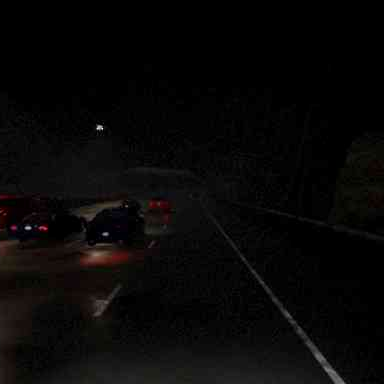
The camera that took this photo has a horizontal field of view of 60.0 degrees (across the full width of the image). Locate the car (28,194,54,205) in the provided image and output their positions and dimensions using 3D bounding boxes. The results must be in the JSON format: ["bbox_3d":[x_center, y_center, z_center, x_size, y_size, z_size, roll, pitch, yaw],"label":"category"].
[{"bbox_3d":[-24.540,1.175,54.238,1.882,1.535,5.008,0,1,1],"label":"car"}]

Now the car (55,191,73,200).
[{"bbox_3d":[-21.044,0.926,53.785,2.150,2.045,5.566,0,1,1],"label":"car"}]

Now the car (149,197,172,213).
[{"bbox_3d":[-3.391,1.269,36.367,2.097,1.767,4.553,0,1,0],"label":"car"}]

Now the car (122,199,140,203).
[{"bbox_3d":[-6.891,1.474,37.195,1.994,1.385,4.181,0,1,0],"label":"car"}]

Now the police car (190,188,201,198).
[{"bbox_3d":[1.070,0.616,79.485,1.930,1.638,5.238,0,1,0],"label":"police car"}]

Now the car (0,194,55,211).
[{"bbox_3d":[-10.384,1.239,19.309,2.150,2.045,5.566,0,0,0],"label":"car"}]

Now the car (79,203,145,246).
[{"bbox_3d":[-3.396,1.501,15.535,1.882,1.535,5.008,0,0,0],"label":"car"}]

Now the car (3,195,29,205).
[{"bbox_3d":[-28.033,1.277,53.193,1.994,1.385,4.181,0,1,1],"label":"car"}]

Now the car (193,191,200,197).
[{"bbox_3d":[1.072,0.454,89.384,1.812,1.442,4.674,0,2,0],"label":"car"}]

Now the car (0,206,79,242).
[{"bbox_3d":[-6.896,1.569,16.524,2.033,1.411,5.357,0,0,0],"label":"car"}]

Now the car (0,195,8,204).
[{"bbox_3d":[-31.526,1.243,52.971,1.812,1.442,4.674,0,1,1],"label":"car"}]
